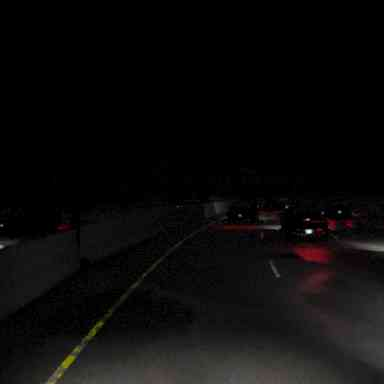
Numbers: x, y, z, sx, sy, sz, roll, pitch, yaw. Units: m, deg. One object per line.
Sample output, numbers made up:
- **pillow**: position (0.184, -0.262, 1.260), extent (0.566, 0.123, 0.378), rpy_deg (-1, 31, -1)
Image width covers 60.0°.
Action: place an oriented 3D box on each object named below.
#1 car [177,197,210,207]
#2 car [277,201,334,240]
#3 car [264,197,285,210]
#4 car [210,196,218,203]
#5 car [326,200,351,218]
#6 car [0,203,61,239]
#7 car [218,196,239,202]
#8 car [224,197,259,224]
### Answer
- **car**: position (-0.035, 1.403, 35.234), extent (1.812, 1.442, 4.674), rpy_deg (0, 0, 22)
- **car**: position (5.532, 1.435, 16.744), extent (1.837, 1.490, 4.892), rpy_deg (0, 0, 11)
- **car**: position (10.042, 1.363, 40.117), extent (2.128, 1.511, 4.902), rpy_deg (0, 0, 26)
- **car**: position (3.907, 1.393, 57.783), extent (1.812, 1.442, 4.674), rpy_deg (0, 0, 34)
- **car**: position (12.673, 1.418, 28.878), extent (1.812, 1.442, 4.674), rpy_deg (0, 0, 20)
- **car**: position (-8.819, 1.390, 17.130), extent (1.882, 1.535, 5.008), rpy_deg (0, 0, 11)
- **car**: position (6.694, 1.371, 55.637), extent (1.837, 1.490, 4.892), rpy_deg (0, 0, 34)
- **car**: position (3.800, 1.381, 24.208), extent (1.882, 1.535, 5.008), rpy_deg (0, 0, 15)
